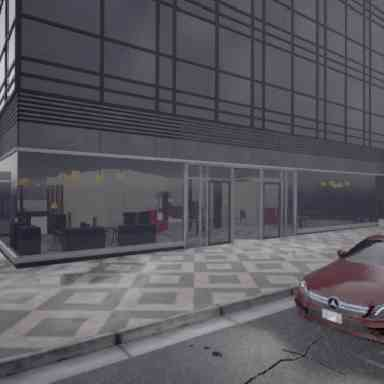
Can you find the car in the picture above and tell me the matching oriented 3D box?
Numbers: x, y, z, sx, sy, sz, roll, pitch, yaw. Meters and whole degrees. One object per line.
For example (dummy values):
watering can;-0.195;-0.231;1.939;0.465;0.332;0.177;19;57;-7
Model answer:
car;3.906;1.528;6.142;4.674;1.442;1.812;0;0;-36
